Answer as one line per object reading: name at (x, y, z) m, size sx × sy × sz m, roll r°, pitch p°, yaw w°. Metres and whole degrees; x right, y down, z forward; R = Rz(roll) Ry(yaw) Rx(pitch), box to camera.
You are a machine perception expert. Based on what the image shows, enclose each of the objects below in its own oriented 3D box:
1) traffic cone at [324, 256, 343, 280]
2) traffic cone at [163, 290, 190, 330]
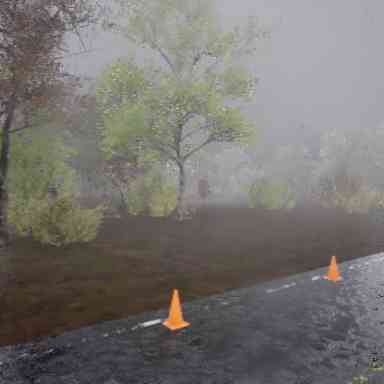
traffic cone at (3.677, 1.947, 8.633) m, size 0.340 × 0.580 × 0.340 m, roll 0°, pitch 0°, yaw -38°
traffic cone at (-0.272, 1.958, 5.658) m, size 0.340 × 0.580 × 0.340 m, roll 0°, pitch 0°, yaw -36°
